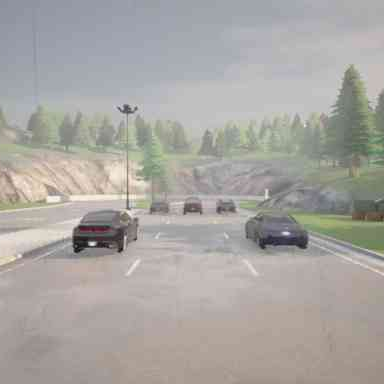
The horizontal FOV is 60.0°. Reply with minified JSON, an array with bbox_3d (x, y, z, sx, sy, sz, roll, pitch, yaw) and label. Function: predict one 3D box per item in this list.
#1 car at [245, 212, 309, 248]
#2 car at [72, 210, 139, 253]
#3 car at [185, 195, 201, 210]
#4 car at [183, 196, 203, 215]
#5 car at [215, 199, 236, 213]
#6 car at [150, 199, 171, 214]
[{"bbox_3d":[3.600,1.564,14.749,1.994,1.385,4.181,0,0,0],"label":"car"},{"bbox_3d":[-3.399,1.505,13.771,1.837,1.490,4.892,0,0,0],"label":"car"},{"bbox_3d":[0.166,1.352,43.804,2.097,1.767,4.553,0,0,1],"label":"car"},{"bbox_3d":[0.091,1.478,34.522,1.882,1.535,5.008,0,0,0],"label":"car"},{"bbox_3d":[3.602,1.491,36.194,2.128,1.511,4.902,0,0,0],"label":"car"},{"bbox_3d":[-3.397,1.491,35.730,2.128,1.511,4.902,0,0,0],"label":"car"}]
